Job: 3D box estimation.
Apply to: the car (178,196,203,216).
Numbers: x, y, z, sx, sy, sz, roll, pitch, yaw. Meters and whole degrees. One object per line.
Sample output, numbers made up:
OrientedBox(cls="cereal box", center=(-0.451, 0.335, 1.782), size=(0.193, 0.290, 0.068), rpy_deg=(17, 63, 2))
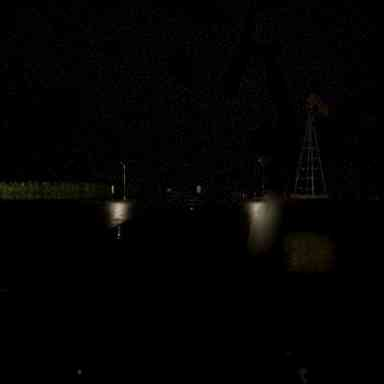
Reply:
OrientedBox(cls="car", center=(-0.034, 1.233, 29.858), size=(1.882, 1.535, 5.008), rpy_deg=(0, 0, 0))

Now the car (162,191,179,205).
OrientedBox(cls="car", center=(-2.994, 0.820, 48.026), size=(2.150, 2.045, 5.566), rpy_deg=(0, 0, 0))

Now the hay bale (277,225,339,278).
OrientedBox(cls="hay bale", center=(3.097, 1.583, 9.050), size=(1.220, 1.180, 1.240), rpy_deg=(1, 1, 0))

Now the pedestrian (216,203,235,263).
OrientedBox(cls="pedestrian", center=(1.012, 1.213, 10.130), size=(0.375, 1.860, 0.375), rpy_deg=(-1, 1, 0))

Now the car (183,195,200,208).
OrientedBox(cls="car", center=(-0.088, 1.186, 43.190), size=(2.033, 1.411, 5.357), rpy_deg=(0, 0, 0))
